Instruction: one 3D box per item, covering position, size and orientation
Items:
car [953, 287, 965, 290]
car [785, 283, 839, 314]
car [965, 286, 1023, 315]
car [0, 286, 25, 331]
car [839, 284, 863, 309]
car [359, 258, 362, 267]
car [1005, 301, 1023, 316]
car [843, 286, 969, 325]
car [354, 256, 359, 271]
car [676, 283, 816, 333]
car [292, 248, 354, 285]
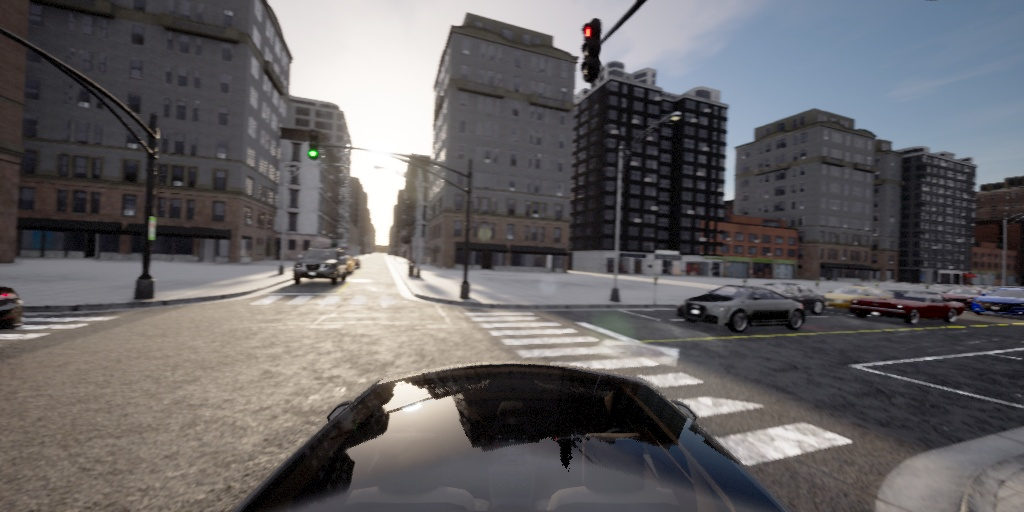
[{"bbox_3d":[28.516,2.647,22.435,4.507,1.381,1.888,0,0,-20],"label":"car"},{"bbox_3d":[12.497,1.927,16.674,4.403,1.370,2.007,0,0,-20],"label":"car"},{"bbox_3d":[27.117,2.491,19.219,5.008,1.535,1.882,3,-1,-20],"label":"car"},{"bbox_3d":[-10.753,0.791,5.367,4.902,1.511,2.128,2,-1,-5],"label":"car"},{"bbox_3d":[17.676,2.144,18.537,4.829,1.417,1.751,0,0,-20],"label":"car"},{"bbox_3d":[-18.129,0.672,40.563,1.895,1.301,4.718,3,0,-19],"label":"car"},{"bbox_3d":[15.210,1.969,9.122,4.507,1.381,1.888,0,0,-20],"label":"car"},{"bbox_3d":[17.213,2.167,15.672,4.718,1.301,1.895,3,-1,-20],"label":"car"},{"bbox_3d":[-14.705,0.672,30.964,1.882,1.535,5.008,3,0,-20],"label":"car"},{"bbox_3d":[7.812,1.705,12.287,4.181,1.385,1.994,3,-1,-20],"label":"car"},{"bbox_3d":[-11.267,0.540,21.498,2.150,2.045,5.566,3,0,-17],"label":"car"}]
